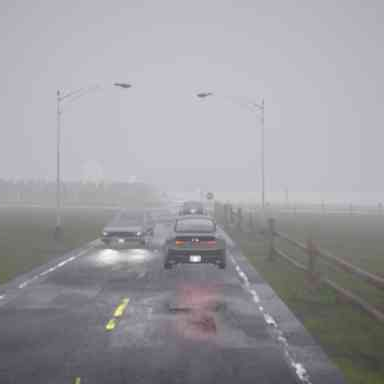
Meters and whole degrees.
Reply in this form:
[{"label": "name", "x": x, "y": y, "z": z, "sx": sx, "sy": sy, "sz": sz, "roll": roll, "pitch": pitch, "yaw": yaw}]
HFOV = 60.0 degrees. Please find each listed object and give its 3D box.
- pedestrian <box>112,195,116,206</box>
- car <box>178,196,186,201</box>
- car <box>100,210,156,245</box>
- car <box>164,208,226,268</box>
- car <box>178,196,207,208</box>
[{"label": "pedestrian", "x": -12.174, "y": 1.299, "z": 51.805, "sx": 0.375, "sy": 1.860, "sz": 0.375, "roll": 0, "pitch": -2, "yaw": 0}, {"label": "car", "x": -2.756, "y": 1.765, "z": 92.404, "sx": 1.882, "sy": 1.535, "sz": 5.008, "roll": 0, "pitch": 0, "yaw": 0}, {"label": "car", "x": -2.850, "y": 1.598, "z": 16.074, "sx": 2.033, "sy": 1.411, "sz": 5.357, "roll": 0, "pitch": 0, "yaw": 0}, {"label": "car", "x": 0.095, "y": 1.542, "z": 11.404, "sx": 1.837, "sy": 1.490, "sz": 4.892, "roll": 0, "pitch": 0, "yaw": 0}, {"label": "car", "x": 0.092, "y": 1.433, "z": 25.731, "sx": 2.097, "sy": 1.767, "sz": 4.553, "roll": 0, "pitch": 0, "yaw": 0}]
